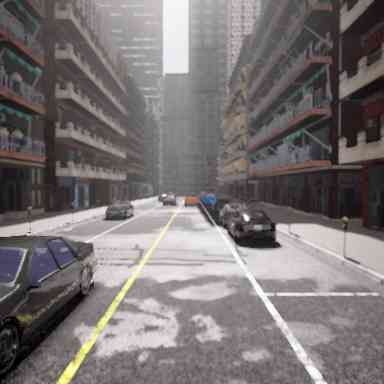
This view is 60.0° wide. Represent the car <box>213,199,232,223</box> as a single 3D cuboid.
[{"bbox_3d":[2.668,1.382,21.107,2.008,1.369,4.403,-1,0,0],"label":"car"}]

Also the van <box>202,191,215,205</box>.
[{"bbox_3d":[2.649,0.951,49.114,1.690,1.788,3.998,-1,0,0],"label":"van"}]

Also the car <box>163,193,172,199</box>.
[{"bbox_3d":[-5.744,0.975,77.148,1.802,1.307,4.206,-1,0,0],"label":"car"}]

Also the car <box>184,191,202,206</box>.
[{"bbox_3d":[-0.006,0.975,47.393,2.097,1.767,4.553,0,0,0],"label":"car"}]

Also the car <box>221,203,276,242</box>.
[{"bbox_3d":[2.671,1.441,15.504,1.947,1.339,4.313,-1,0,0],"label":"car"}]

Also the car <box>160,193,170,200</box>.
[{"bbox_3d":[-5.742,0.981,71.547,1.887,1.381,4.507,-1,0,0],"label":"car"}]

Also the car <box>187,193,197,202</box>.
[{"bbox_3d":[-0.035,1.017,61.837,1.837,1.490,4.892,0,0,0],"label":"car"}]

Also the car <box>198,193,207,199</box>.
[{"bbox_3d":[2.633,0.901,82.727,2.008,1.369,4.403,-1,0,0],"label":"car"}]

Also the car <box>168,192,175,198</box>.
[{"bbox_3d":[-5.754,0.831,93.953,1.947,1.339,4.313,-1,0,0],"label":"car"}]

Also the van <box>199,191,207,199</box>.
[{"bbox_3d":[2.633,0.734,77.123,1.690,1.788,3.998,-1,0,0],"label":"van"}]

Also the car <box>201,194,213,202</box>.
[{"bbox_3d":[2.645,1.068,60.319,1.887,1.381,4.507,-1,0,0],"label":"car"}]

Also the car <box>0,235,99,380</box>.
[{"bbox_3d":[-3.104,1.502,5.626,2.033,1.411,5.357,0,0,0],"label":"car"}]

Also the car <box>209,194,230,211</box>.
[{"bbox_3d":[2.981,1.241,33.119,1.837,1.490,4.892,0,0,0],"label":"car"}]

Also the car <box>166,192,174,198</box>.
[{"bbox_3d":[-5.752,0.748,88.351,1.967,1.590,4.097,-1,0,0],"label":"car"}]

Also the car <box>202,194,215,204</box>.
[{"bbox_3d":[2.649,1.117,54.717,2.008,1.369,4.403,-1,0,0],"label":"car"}]

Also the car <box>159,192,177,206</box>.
[{"bbox_3d":[-3.113,1.173,47.154,2.033,1.411,5.357,0,0,0],"label":"car"}]

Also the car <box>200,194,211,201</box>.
[{"bbox_3d":[2.642,1.045,65.920,1.947,1.339,4.313,-1,0,0],"label":"car"}]

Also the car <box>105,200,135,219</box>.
[{"bbox_3d":[-5.716,1.338,26.732,2.008,1.369,4.403,-1,0,0],"label":"car"}]
